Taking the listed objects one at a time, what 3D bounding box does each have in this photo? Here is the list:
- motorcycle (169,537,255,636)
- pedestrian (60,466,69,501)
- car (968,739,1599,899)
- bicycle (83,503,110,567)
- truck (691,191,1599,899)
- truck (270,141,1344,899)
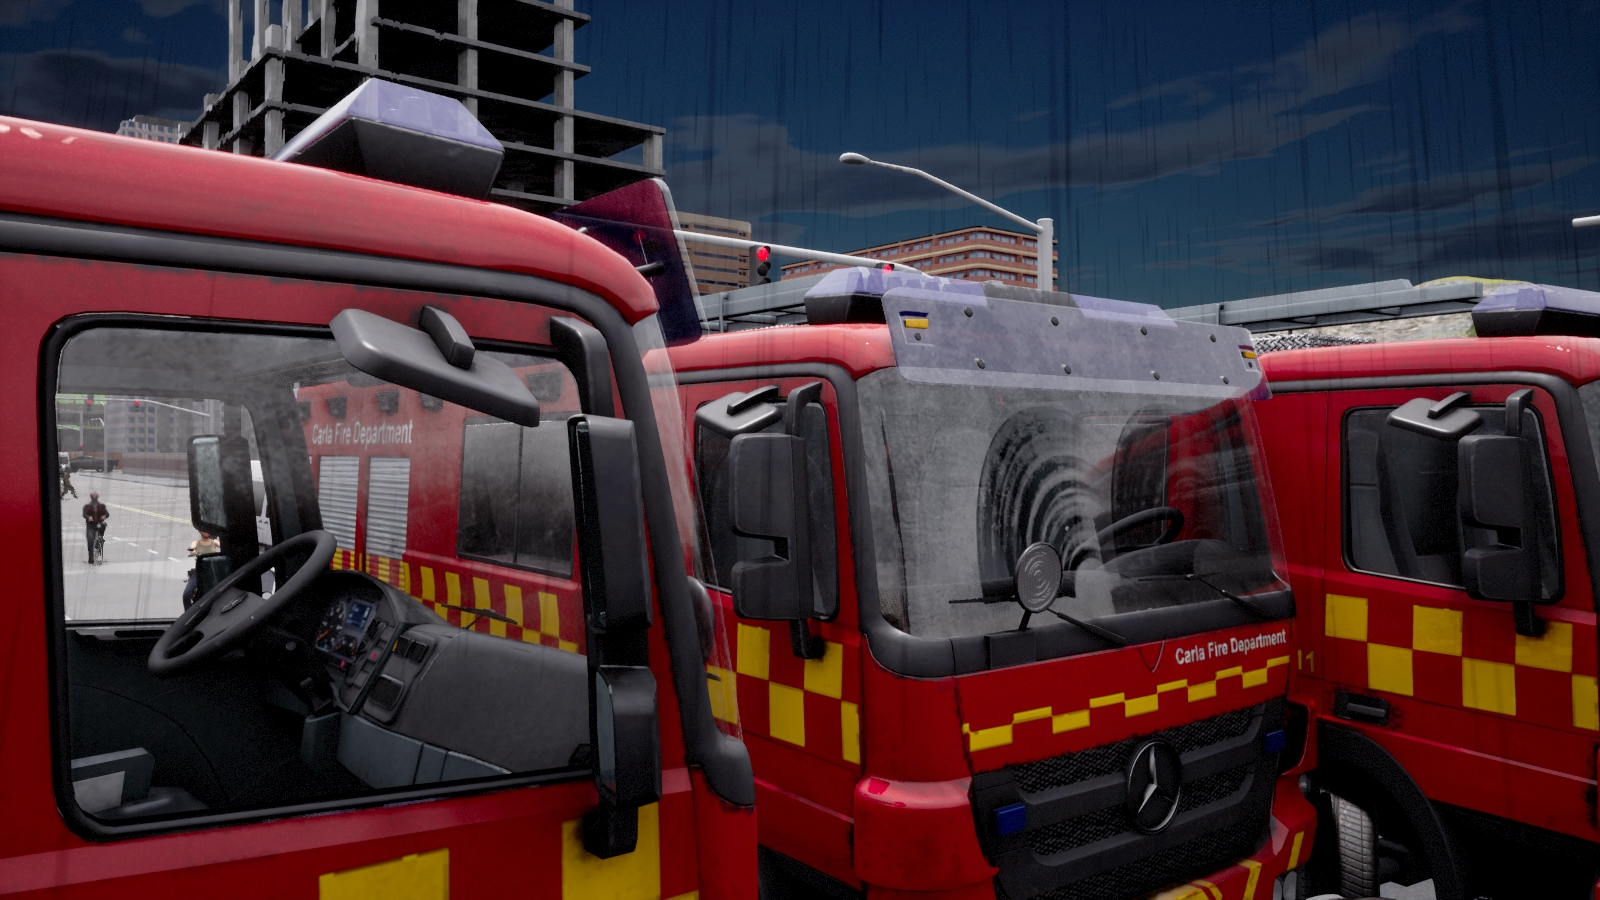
[{"bbox_3d":[-9.533,2.155,18.464,0.764,1.307,2.356,0,0,-39],"label":"motorcycle"},{"bbox_3d":[-40.368,1.835,62.716,0.375,1.860,0.375,0,0,-40],"label":"pedestrian"},{"bbox_3d":[2.437,2.065,3.109,1.970,1.475,3.806,0,0,-30],"label":"car"},{"bbox_3d":[-17.187,2.059,27.900,0.329,1.471,1.835,0,-1,-39],"label":"bicycle"},{"bbox_3d":[2.348,0.890,8.605,2.891,3.827,8.468,0,0,-31],"label":"truck"},{"bbox_3d":[-1.099,0.890,8.003,2.891,3.827,8.468,0,0,-38],"label":"truck"}]
